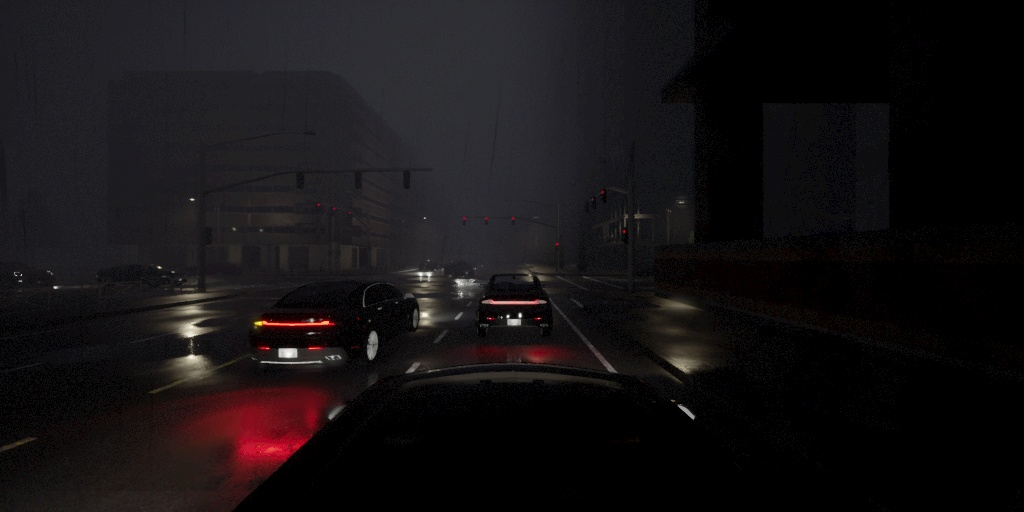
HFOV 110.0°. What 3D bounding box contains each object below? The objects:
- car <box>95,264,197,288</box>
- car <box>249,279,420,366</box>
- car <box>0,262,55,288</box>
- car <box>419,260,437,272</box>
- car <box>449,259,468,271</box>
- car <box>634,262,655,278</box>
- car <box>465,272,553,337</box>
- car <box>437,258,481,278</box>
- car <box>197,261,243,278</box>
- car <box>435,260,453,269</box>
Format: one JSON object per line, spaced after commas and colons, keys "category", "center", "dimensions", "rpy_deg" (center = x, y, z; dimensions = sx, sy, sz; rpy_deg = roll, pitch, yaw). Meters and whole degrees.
{"category": "car", "center": [-24.326, 1.297, 23.655], "dimensions": [4.902, 1.511, 2.128], "rpy_deg": [0, 0, 0]}
{"category": "car", "center": [-3.451, 1.255, 7.977], "dimensions": [1.837, 1.490, 4.892], "rpy_deg": [0, 0, 0]}
{"category": "car", "center": [-33.393, 1.157, 23.673], "dimensions": [4.553, 1.767, 2.097], "rpy_deg": [0, 0, 0]}
{"category": "car", "center": [-10.980, 1.241, 47.566], "dimensions": [2.128, 1.511, 4.902], "rpy_deg": [0, 0, 0]}
{"category": "car", "center": [-7.486, 1.228, 50.333], "dimensions": [1.882, 1.535, 5.008], "rpy_deg": [0, 1, 0]}
{"category": "car", "center": [13.949, 1.297, 34.287], "dimensions": [4.902, 1.511, 2.128], "rpy_deg": [0, 0, 0]}
{"category": "car", "center": [0.059, 1.242, 10.297], "dimensions": [2.128, 1.511, 4.902], "rpy_deg": [0, 0, 0]}
{"category": "car", "center": [-5.115, 1.267, 33.817], "dimensions": [2.128, 1.511, 4.902], "rpy_deg": [0, 0, -27]}
{"category": "car", "center": [-28.620, 1.283, 34.292], "dimensions": [5.008, 1.535, 1.882], "rpy_deg": [0, 0, 1]}
{"category": "car", "center": [-10.933, 1.351, 58.165], "dimensions": [1.895, 1.301, 4.718], "rpy_deg": [0, 0, 1]}
